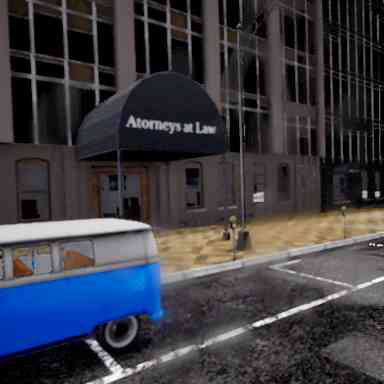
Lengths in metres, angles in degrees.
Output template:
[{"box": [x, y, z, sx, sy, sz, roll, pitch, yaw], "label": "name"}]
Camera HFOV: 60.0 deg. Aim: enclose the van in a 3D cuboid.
[{"box": [-2.341, 1.329, 4.447, 3.998, 1.788, 1.690, -2, 0, -36], "label": "van"}]
